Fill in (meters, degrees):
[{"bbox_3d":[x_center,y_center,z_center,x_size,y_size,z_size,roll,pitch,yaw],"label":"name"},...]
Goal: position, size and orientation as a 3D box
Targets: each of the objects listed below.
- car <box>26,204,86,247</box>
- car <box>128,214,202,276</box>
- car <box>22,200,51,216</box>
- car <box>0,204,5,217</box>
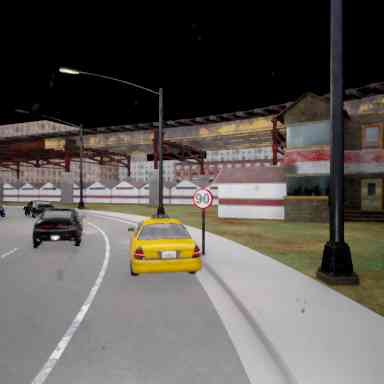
[{"bbox_3d":[-6.016,1.506,15.256,1.837,1.490,4.892,0,0,-17],"label":"car"},{"bbox_3d":[-1.018,1.457,10.389,1.801,1.575,5.366,0,0,-11],"label":"car"},{"bbox_3d":[-14.005,1.505,30.290,1.837,1.490,4.892,1,0,-38],"label":"car"},{"bbox_3d":[-18.157,1.526,29.822,1.812,1.442,4.674,0,0,-41],"label":"car"}]
